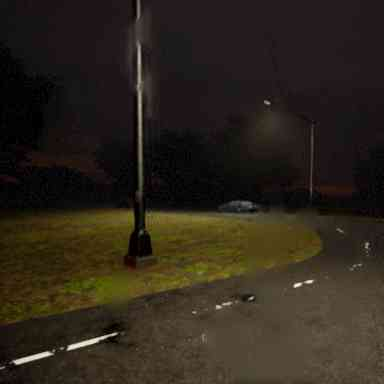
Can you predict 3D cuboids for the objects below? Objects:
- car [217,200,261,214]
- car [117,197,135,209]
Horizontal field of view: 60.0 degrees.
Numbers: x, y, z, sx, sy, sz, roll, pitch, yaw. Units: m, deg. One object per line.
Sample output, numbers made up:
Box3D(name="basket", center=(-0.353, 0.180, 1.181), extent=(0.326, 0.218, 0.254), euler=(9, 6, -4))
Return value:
Box3D(name="car", center=(5.097, 1.611, 36.302), extent=(2.033, 1.411, 5.357), euler=(3, -2, -35))
Box3D(name="car", center=(-8.158, 1.417, 43.071), extent=(1.812, 1.442, 4.674), euler=(3, -2, -35))
